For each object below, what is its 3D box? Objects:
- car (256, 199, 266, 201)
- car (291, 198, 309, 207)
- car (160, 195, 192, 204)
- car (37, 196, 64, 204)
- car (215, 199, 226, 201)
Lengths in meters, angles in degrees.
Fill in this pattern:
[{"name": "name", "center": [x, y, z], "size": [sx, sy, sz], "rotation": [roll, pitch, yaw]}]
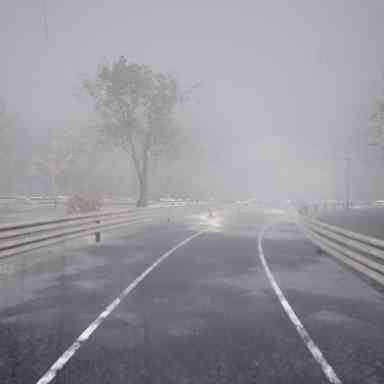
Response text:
[{"name": "car", "center": [16.158, 2.462, 76.156], "size": [5.008, 1.535, 1.882], "rotation": [2, 0, -42]}, {"name": "car", "center": [26.023, 2.512, 80.222], "size": [5.566, 2.045, 2.150], "rotation": [2, 0, -42]}, {"name": "car", "center": [-2.614, 1.553, 54.820], "size": [5.566, 2.045, 2.150], "rotation": [2, 0, -42]}, {"name": "car", "center": [-18.442, 1.337, 45.466], "size": [4.892, 1.490, 1.837], "rotation": [2, 0, -42]}, {"name": "car", "center": [6.355, 2.234, 72.140], "size": [4.181, 1.385, 1.994], "rotation": [2, 0, -42]}]
